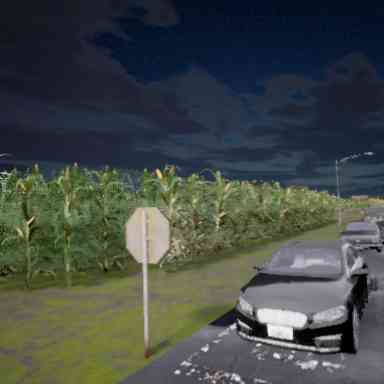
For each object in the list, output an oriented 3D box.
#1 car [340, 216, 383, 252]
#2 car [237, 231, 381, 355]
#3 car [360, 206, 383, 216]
[{"bbox_3d":[8.885,2.196,17.288,2.033,1.411,5.357,-4,-4,31],"label":"car"},{"bbox_3d":[2.518,1.801,6.858,2.128,1.511,4.902,-4,-4,31],"label":"car"},{"bbox_3d":[16.569,2.277,29.891,2.150,2.045,5.566,-4,-4,32],"label":"car"}]
